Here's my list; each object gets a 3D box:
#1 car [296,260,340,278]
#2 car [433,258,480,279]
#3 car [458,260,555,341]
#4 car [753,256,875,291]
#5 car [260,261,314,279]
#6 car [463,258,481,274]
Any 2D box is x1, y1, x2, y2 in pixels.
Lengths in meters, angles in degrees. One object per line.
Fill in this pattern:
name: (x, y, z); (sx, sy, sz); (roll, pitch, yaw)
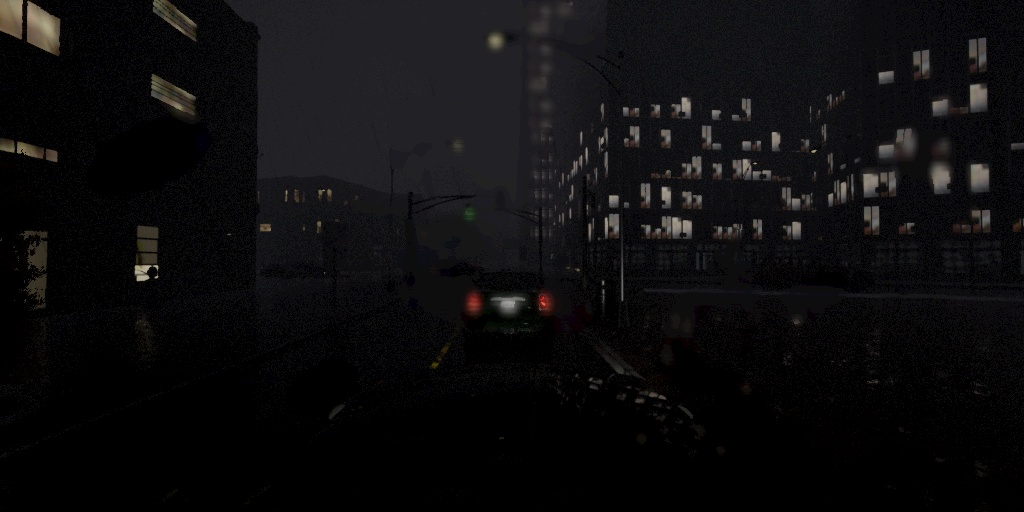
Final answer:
car: (-18.513, 1.144, 33.728); (4.553, 1.767, 2.097); (0, -1, 19)
car: (-4.803, 1.269, 33.074); (4.892, 1.490, 1.837); (-1, 1, -23)
car: (-0.089, 1.104, 9.997); (2.097, 1.767, 4.553); (0, 0, -1)
car: (16.019, 0.931, 19.361); (5.009, 1.841, 2.192); (0, 0, 19)
car: (-20.171, 1.320, 31.669); (4.313, 1.339, 1.948); (0, 0, 19)
car: (-4.730, 1.112, 42.718); (2.097, 1.767, 4.553); (0, 0, -5)
